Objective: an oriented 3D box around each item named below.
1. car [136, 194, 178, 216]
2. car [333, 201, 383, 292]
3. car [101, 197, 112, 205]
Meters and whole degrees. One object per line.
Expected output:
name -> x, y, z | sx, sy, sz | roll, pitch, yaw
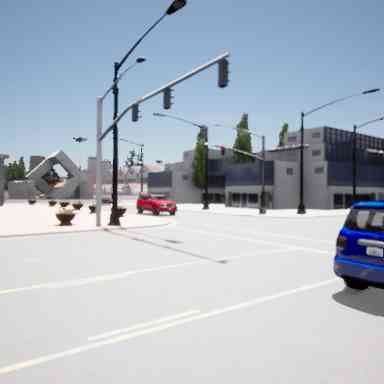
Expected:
car -> -3.597, 1.235, 33.195 | 2.150, 2.045, 5.566 | 1, 0, -35
car -> 5.587, 1.228, 7.745 | 5.566, 2.045, 2.150 | 1, 0, -35
car -> -15.099, 1.534, 58.805 | 1.882, 1.535, 5.008 | 1, 0, -20
